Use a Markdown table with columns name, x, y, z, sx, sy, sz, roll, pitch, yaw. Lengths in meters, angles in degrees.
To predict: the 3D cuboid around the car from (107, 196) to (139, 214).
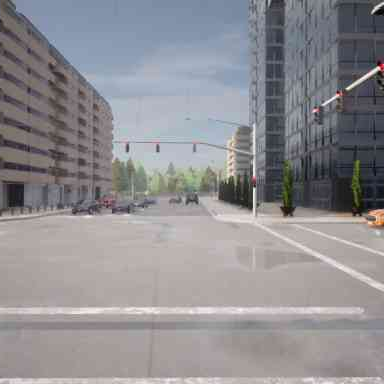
| name | x | y | z | sx | sy | sz | roll | pitch | yaw |
| --- | --- | --- | --- | --- | --- | --- | --- | --- | --- |
| car | -7.402 | 1.506 | 36.077 | 1.837 | 1.490 | 4.892 | 0 | 0 | 0 |

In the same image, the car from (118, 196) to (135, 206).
| name | x | y | z | sx | sy | sz | roll | pitch | yaw |
| --- | --- | --- | --- | --- | --- | --- | --- | --- | --- |
| car | -10.723 | 1.478 | 54.774 | 1.882 | 1.535 | 5.008 | 0 | 0 | 1 |

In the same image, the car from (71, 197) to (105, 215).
| name | x | y | z | sx | sy | sz | roll | pitch | yaw |
| --- | --- | --- | --- | --- | --- | --- | --- | --- | --- |
| car | -10.900 | 1.506 | 34.447 | 1.837 | 1.490 | 4.892 | 0 | 0 | 0 |

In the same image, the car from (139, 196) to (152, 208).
| name | x | y | z | sx | sy | sz | roll | pitch | yaw |
| --- | --- | --- | --- | --- | --- | --- | --- | --- | --- |
| car | -7.323 | 1.492 | 46.779 | 2.128 | 1.511 | 4.902 | 0 | 0 | 1 |

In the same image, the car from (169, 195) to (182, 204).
| name | x | y | z | sx | sy | sz | roll | pitch | yaw |
| --- | --- | --- | --- | --- | --- | --- | --- | --- | --- |
| car | -3.420 | 1.526 | 64.362 | 1.812 | 1.442 | 4.674 | 0 | 0 | 1 |

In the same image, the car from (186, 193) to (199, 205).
| name | x | y | z | sx | sy | sz | roll | pitch | yaw |
| --- | --- | --- | --- | --- | --- | --- | --- | --- | --- |
| car | 0.036 | 1.222 | 60.850 | 2.150 | 2.045 | 5.566 | 0 | 0 | 1 |

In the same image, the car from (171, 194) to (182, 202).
| name | x | y | z | sx | sy | sz | roll | pitch | yaw |
| --- | --- | --- | --- | --- | --- | --- | --- | --- | --- |
| car | -3.396 | 1.355 | 74.380 | 2.097 | 1.767 | 4.553 | 0 | 0 | 1 |

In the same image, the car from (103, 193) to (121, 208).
| name | x | y | z | sx | sy | sz | roll | pitch | yaw |
| --- | --- | --- | --- | --- | --- | --- | --- | --- | --- |
| car | -10.861 | 1.221 | 44.652 | 2.150 | 2.045 | 5.566 | 0 | 0 | 0 |

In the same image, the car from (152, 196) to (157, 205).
| name | x | y | z | sx | sy | sz | roll | pitch | yaw |
| --- | --- | --- | --- | --- | --- | --- | --- | --- | --- |
| car | -7.184 | 1.478 | 57.211 | 1.882 | 1.535 | 5.008 | 0 | 0 | 1 |

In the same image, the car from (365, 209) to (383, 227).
| name | x | y | z | sx | sy | sz | roll | pitch | yaw |
| --- | --- | --- | --- | --- | --- | --- | --- | --- | --- |
| car | 13.583 | 1.407 | 21.217 | 4.553 | 1.767 | 2.097 | 0 | 0 | 0 |

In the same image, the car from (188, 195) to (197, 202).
| name | x | y | z | sx | sy | sz | roll | pitch | yaw |
| --- | --- | --- | --- | --- | --- | --- | --- | --- | --- |
| car | 0.112 | 1.500 | 74.656 | 1.837 | 1.490 | 4.892 | 0 | 0 | 1 |
